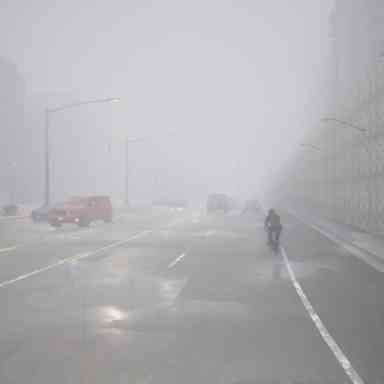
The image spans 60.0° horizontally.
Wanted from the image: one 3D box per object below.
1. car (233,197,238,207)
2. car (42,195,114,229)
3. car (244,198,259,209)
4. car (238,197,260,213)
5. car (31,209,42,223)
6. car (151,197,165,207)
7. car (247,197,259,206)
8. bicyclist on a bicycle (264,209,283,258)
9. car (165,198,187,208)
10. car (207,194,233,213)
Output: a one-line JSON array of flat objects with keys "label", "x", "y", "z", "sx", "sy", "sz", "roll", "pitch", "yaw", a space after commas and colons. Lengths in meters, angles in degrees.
[{"label": "car", "x": 4.967, "y": 1.547, "z": 47.209, "sx": 2.033, "sy": 1.411, "sz": 5.357, "roll": 0, "pitch": 0, "yaw": 11}, {"label": "car", "x": -7.228, "y": 1.221, "z": 22.360, "sx": 2.150, "sy": 2.045, "sz": 5.566, "roll": 0, "pitch": 0, "yaw": 11}, {"label": "car", "x": 8.475, "y": 1.564, "z": 46.901, "sx": 1.994, "sy": 1.385, "sz": 4.181, "roll": 0, "pitch": 0, "yaw": 11}, {"label": "car", "x": 6.559, "y": 1.547, "z": 36.800, "sx": 2.033, "sy": 1.411, "sz": 5.357, "roll": 0, "pitch": 0, "yaw": 11}, {"label": "car", "x": -10.160, "y": 1.477, "z": 25.552, "sx": 1.882, "sy": 1.535, "sz": 5.008, "roll": 0, "pitch": 0, "yaw": 11}, {"label": "car", "x": -4.751, "y": 1.548, "z": 52.242, "sx": 2.033, "sy": 1.411, "sz": 5.357, "roll": 0, "pitch": 0, "yaw": 11}, {"label": "car", "x": 10.432, "y": 1.547, "z": 56.717, "sx": 2.033, "sy": 1.411, "sz": 5.357, "roll": 0, "pitch": 0, "yaw": 11}, {"label": "bicyclist on a bicycle", "x": 2.831, "y": 1.436, "z": 11.594, "sx": 0.582, "sy": 1.620, "sz": 1.656, "roll": 1, "pitch": -2, "yaw": -4}, {"label": "car", "x": -2.007, "y": 1.565, "z": 48.272, "sx": 1.994, "sy": 1.385, "sz": 4.181, "roll": 0, "pitch": 0, "yaw": 12}, {"label": "car", "x": 2.966, "y": 1.221, "z": 36.705, "sx": 2.150, "sy": 2.045, "sz": 5.566, "roll": 0, "pitch": 0, "yaw": 11}]
